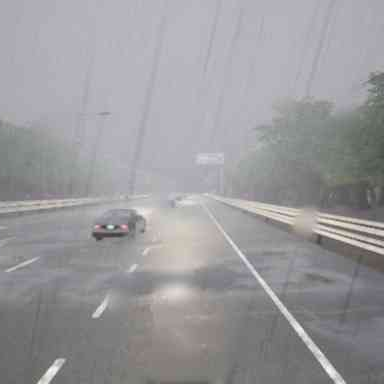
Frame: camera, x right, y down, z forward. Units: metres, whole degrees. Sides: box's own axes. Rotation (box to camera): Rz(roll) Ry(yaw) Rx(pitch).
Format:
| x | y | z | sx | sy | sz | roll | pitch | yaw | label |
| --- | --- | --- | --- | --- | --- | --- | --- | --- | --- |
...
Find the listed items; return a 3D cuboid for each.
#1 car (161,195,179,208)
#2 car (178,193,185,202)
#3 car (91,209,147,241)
| x | y | z | sx | sy | sz | roll | pitch | yaw | label |
| --- | --- | --- | --- | --- | --- | --- | --- | --- | --- |
| -3.378 | 1.485 | 48.252 | 1.882 | 1.535 | 5.008 | 0 | 0 | 0 | car |
| -3.187 | 1.485 | 77.440 | 1.837 | 1.490 | 4.892 | 0 | 0 | 0 | car |
| -3.487 | 1.551 | 16.747 | 2.033 | 1.411 | 5.357 | 0 | 0 | 0 | car |
